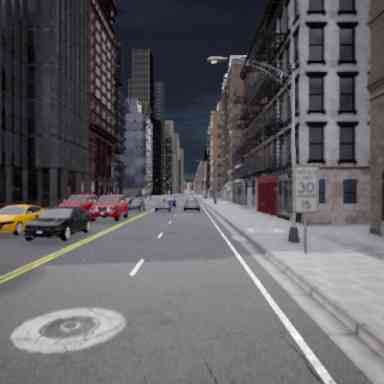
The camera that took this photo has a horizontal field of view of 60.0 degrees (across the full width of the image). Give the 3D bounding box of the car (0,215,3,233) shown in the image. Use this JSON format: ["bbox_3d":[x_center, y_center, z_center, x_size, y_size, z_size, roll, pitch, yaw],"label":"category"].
[{"bbox_3d":[-6.579,1.500,7.460,1.837,1.490,4.892,0,0,-1],"label":"car"}]

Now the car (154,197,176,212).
[{"bbox_3d":[-3.275,1.547,38.564,2.033,1.411,5.357,0,0,0],"label":"car"}]

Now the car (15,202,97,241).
[{"bbox_3d":[-6.604,1.473,16.879,1.882,1.535,5.008,0,0,0],"label":"car"}]

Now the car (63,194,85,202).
[{"bbox_3d":[-9.857,1.221,29.439,2.150,2.045,5.566,0,0,0],"label":"car"}]

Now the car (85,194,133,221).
[{"bbox_3d":[-6.611,1.219,27.220,2.150,2.045,5.566,0,0,0],"label":"car"}]

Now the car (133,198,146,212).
[{"bbox_3d":[-6.565,1.505,38.944,1.837,1.490,4.892,0,0,0],"label":"car"}]

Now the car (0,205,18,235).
[{"bbox_3d":[-9.854,1.474,18.895,1.882,1.535,5.008,0,0,0],"label":"car"}]

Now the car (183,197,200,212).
[{"bbox_3d":[-0.026,1.563,39.399,1.994,1.385,4.181,0,0,0],"label":"car"}]

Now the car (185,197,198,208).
[{"bbox_3d":[-0.029,1.527,49.817,1.812,1.442,4.674,0,0,0],"label":"car"}]
